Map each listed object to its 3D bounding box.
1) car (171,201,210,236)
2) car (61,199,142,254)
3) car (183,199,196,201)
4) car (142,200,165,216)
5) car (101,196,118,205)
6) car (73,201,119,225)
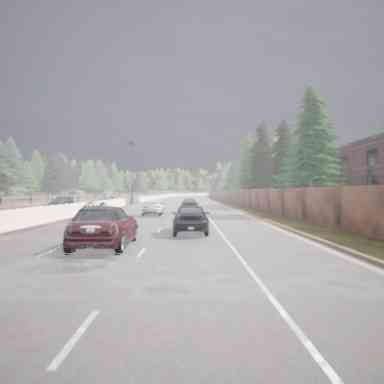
[{"bbox_3d":[-0.077,1.499,18.473,1.837,1.490,4.892,0,0,-1],"label":"car"},{"bbox_3d":[-3.529,1.351,13.619,2.097,1.767,4.553,0,0,-1],"label":"car"},{"bbox_3d":[-0.257,1.497,36.500,1.837,1.490,4.892,0,0,-1],"label":"car"},{"bbox_3d":[-3.731,1.520,32.516,1.812,1.442,4.674,0,0,-1],"label":"car"},{"bbox_3d":[-14.621,1.523,59.089,1.812,1.442,4.674,0,0,-1],"label":"car"},{"bbox_3d":[-7.147,1.489,25.436,2.128,1.511,4.902,0,0,-1],"label":"car"}]
